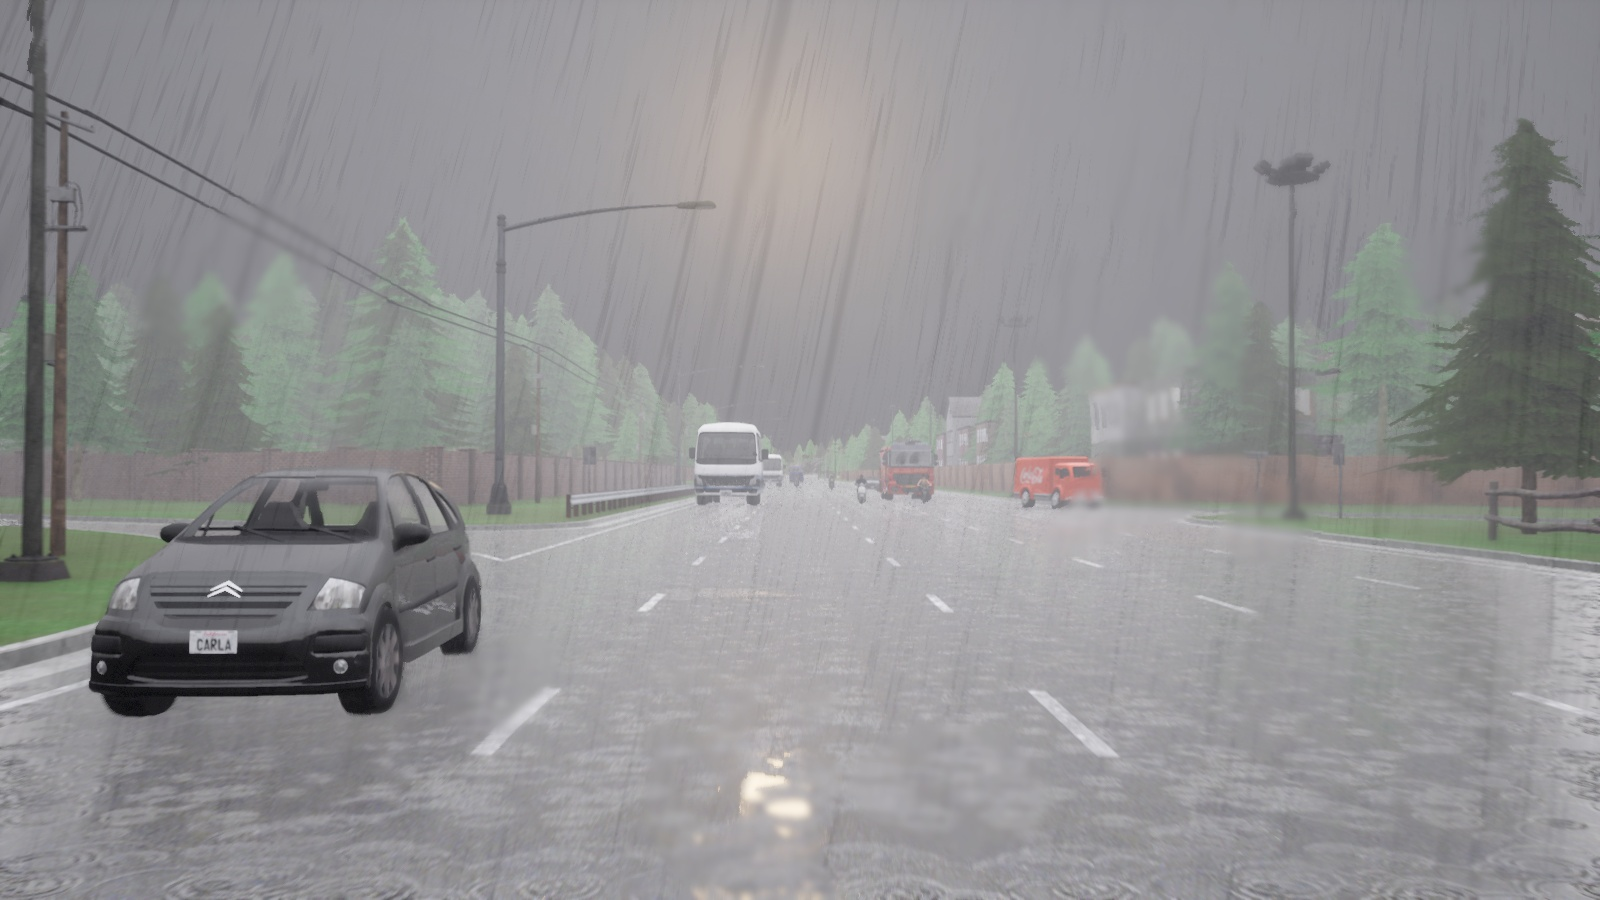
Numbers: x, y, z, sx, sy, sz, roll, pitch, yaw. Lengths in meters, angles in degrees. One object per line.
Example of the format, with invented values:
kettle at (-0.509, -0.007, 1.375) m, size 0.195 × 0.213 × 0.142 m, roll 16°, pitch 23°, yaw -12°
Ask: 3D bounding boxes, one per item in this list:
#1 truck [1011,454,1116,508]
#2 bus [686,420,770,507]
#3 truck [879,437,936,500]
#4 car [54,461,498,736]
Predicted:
truck at (12.443, 1.430, 59.708) m, size 2.627 × 2.467 × 5.204 m, roll 0°, pitch -1°, yaw -17°
bus at (-3.672, 0.753, 66.958) m, size 3.944 × 4.253 × 10.273 m, roll 0°, pitch -1°, yaw 0°
truck at (6.795, 1.189, 80.676) m, size 2.891 × 3.827 × 8.468 m, roll 0°, pitch -1°, yaw 0°
car at (-3.577, 0.915, 9.447) m, size 1.851 × 1.617 × 3.988 m, roll 0°, pitch -1°, yaw -3°
